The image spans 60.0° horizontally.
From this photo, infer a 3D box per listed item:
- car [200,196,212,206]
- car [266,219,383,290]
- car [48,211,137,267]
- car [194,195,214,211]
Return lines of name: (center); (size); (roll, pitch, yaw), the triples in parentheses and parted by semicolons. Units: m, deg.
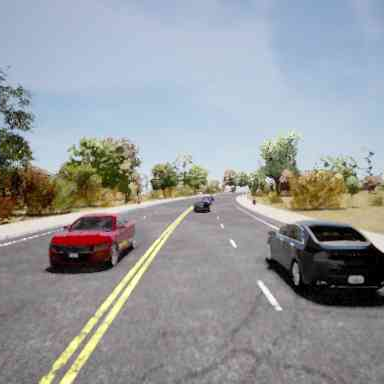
car: (2.392, 1.454, 55.651); (1.812, 1.442, 4.674); (0, 0, 5)
car: (3.318, 1.504, 9.073); (1.837, 1.490, 4.892); (0, 0, 1)
car: (-3.215, 1.473, 11.644); (1.882, 1.535, 5.008); (0, 0, 1)
car: (1.226, 1.461, 39.688); (2.128, 1.511, 4.902); (0, 0, 3)
